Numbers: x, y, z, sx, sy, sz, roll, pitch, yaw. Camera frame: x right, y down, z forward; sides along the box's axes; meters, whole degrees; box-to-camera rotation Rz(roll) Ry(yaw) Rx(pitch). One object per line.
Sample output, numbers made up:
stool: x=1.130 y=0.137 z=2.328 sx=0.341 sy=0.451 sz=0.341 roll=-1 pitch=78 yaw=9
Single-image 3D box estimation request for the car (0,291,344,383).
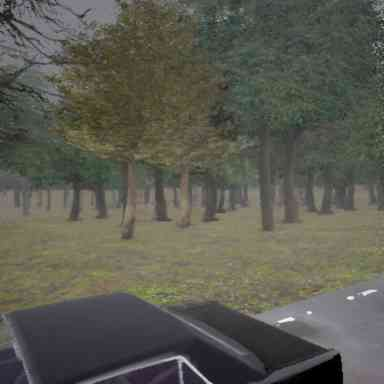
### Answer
car: x=-1.064 y=1.601 z=2.307 sx=4.718 sy=1.301 sz=1.895 roll=0 pitch=0 yaw=-35
